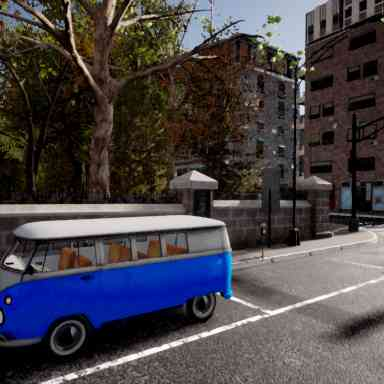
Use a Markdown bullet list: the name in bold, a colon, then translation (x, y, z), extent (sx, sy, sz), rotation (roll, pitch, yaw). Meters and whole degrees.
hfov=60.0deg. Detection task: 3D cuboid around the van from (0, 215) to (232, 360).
- **van**: translation (-1.154, 1.342, 5.677), extent (3.998, 1.788, 1.690), rotation (0, 1, -36)
